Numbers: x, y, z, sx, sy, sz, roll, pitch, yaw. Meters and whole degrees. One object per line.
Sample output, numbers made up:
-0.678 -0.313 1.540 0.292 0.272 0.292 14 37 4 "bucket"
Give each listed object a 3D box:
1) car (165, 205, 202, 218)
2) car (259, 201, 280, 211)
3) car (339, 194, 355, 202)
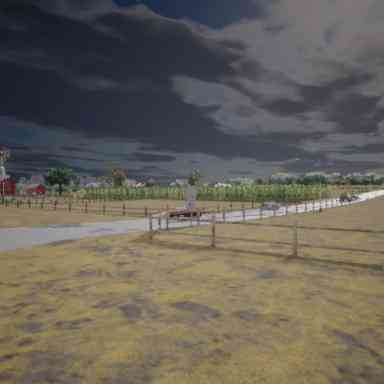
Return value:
-0.846 2.122 35.915 1.882 1.535 5.008 -1 -2 36 "car"
12.777 2.258 54.478 2.033 1.411 5.357 -1 0 36 "car"
39.302 1.419 85.029 2.150 2.045 5.566 -1 0 36 "car"
